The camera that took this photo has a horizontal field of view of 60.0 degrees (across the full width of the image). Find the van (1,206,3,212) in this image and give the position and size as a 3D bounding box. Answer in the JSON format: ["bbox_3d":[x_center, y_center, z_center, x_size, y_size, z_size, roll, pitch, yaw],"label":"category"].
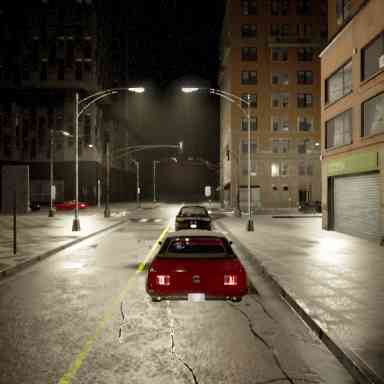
[{"bbox_3d":[-20.169,1.425,30.702,3.998,1.788,1.690,0,0,0],"label":"van"}]

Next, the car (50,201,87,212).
[{"bbox_3d":[-14.532,1.701,39.229,4.206,1.307,1.802,0,0,0],"label":"car"}]

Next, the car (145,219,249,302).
[{"bbox_3d":[0.086,1.601,8.183,1.895,1.301,4.718,0,0,0],"label":"car"}]

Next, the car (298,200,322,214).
[{"bbox_3d":[12.057,1.415,30.720,4.313,1.339,1.947,0,0,0],"label":"car"}]

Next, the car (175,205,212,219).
[{"bbox_3d":[0.069,1.474,18.331,1.882,1.535,5.008,0,0,0],"label":"car"}]

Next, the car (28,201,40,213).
[{"bbox_3d":[-20.181,1.725,39.226,4.313,1.339,1.947,0,0,0],"label":"car"}]
